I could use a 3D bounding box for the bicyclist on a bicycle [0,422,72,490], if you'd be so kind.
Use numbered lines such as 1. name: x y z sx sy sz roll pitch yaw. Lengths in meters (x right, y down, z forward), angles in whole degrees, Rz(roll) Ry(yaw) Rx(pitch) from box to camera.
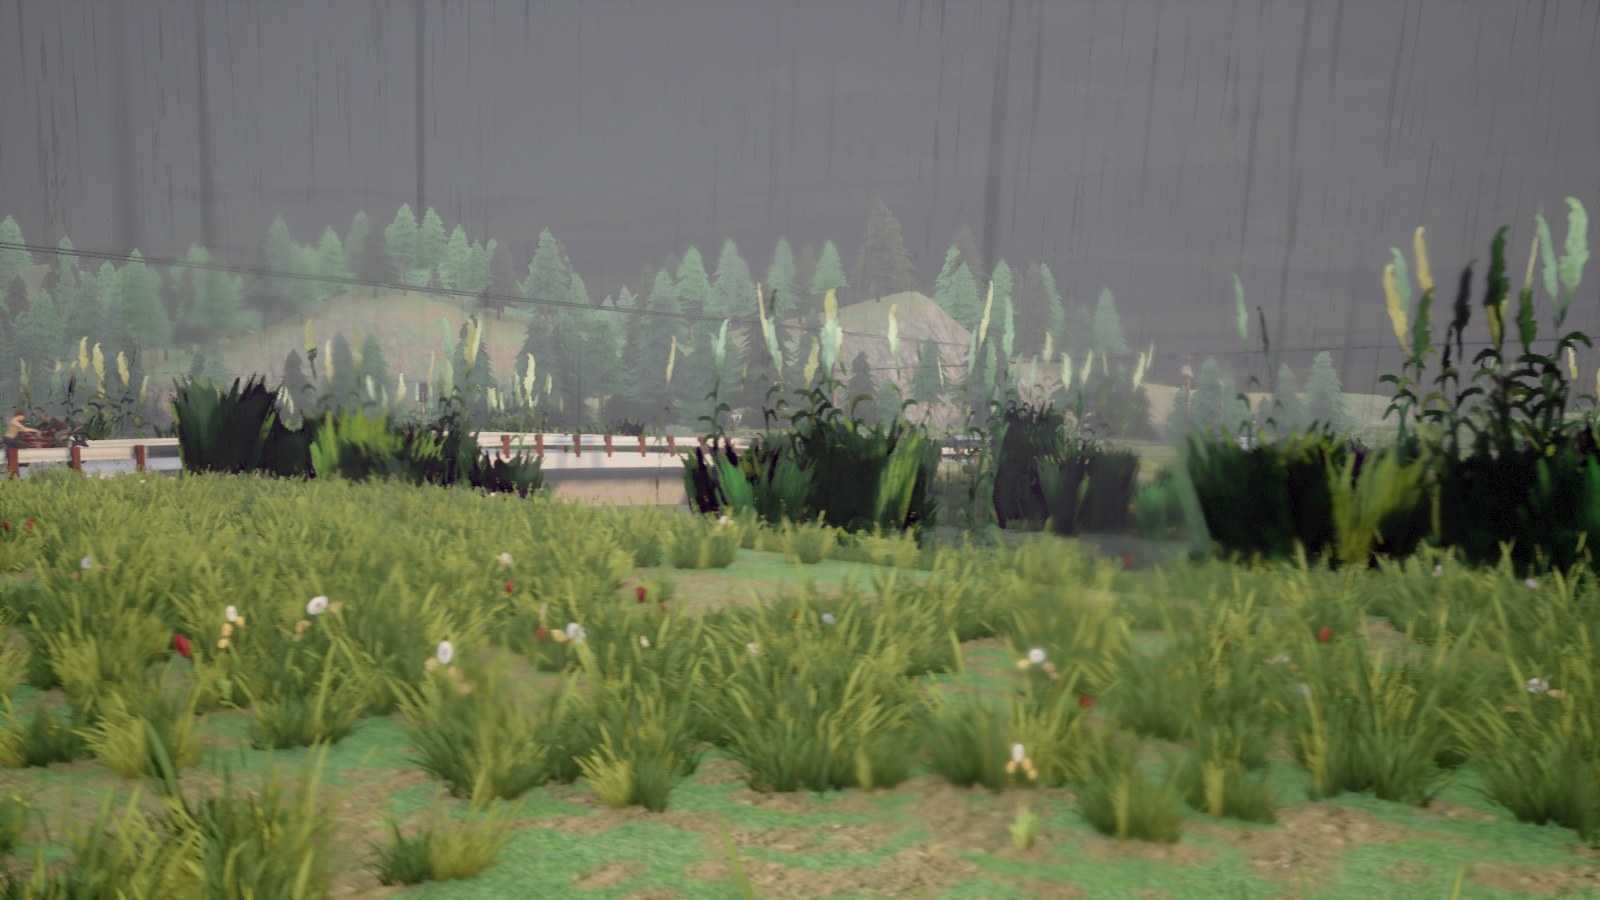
1. bicyclist on a bicycle: -19.644 0.129 32.067 0.866 1.612 1.509 0 4 39

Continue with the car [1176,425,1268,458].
1. car: 21.253 -0.428 63.365 3.988 1.617 1.851 0 1 40

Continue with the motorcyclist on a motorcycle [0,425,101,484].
1. motorcyclist on a motorcycle: -21.253 0.102 35.649 0.866 1.530 2.191 0 4 39

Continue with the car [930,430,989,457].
1. car: 9.084 -0.366 71.903 1.882 1.535 5.008 0 0 -12
